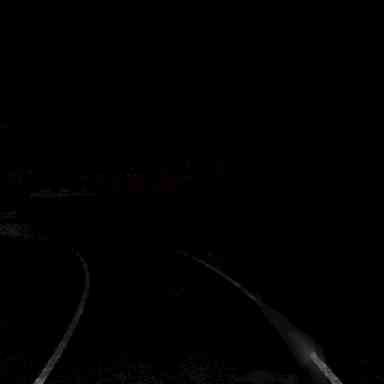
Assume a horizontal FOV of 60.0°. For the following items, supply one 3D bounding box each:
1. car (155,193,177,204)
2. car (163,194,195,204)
[{"bbox_3d":[-5.040,1.345,68.065,2.150,2.045,5.566,-1,0,45],"label":"car"},{"bbox_3d":[-2.514,1.609,65.643,5.357,1.411,2.033,-1,0,-45],"label":"car"}]
